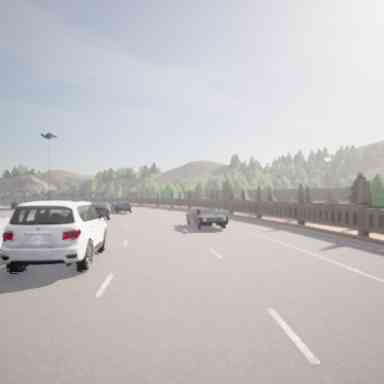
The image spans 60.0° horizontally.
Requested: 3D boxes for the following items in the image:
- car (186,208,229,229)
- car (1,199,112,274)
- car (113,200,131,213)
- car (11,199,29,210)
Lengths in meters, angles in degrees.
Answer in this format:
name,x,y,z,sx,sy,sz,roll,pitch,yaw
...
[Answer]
name,x,y,z,sx,sy,sz,roll,pitch,yaw
car,0.881,1.719,22.443,1.895,1.301,4.718,0,0,-12
car,-4.241,1.301,11.134,2.150,2.045,5.566,0,0,-7
car,-8.676,1.749,40.470,2.128,1.511,4.902,0,0,-23
car,-26.600,1.873,51.322,1.882,1.535,5.008,0,0,-33
